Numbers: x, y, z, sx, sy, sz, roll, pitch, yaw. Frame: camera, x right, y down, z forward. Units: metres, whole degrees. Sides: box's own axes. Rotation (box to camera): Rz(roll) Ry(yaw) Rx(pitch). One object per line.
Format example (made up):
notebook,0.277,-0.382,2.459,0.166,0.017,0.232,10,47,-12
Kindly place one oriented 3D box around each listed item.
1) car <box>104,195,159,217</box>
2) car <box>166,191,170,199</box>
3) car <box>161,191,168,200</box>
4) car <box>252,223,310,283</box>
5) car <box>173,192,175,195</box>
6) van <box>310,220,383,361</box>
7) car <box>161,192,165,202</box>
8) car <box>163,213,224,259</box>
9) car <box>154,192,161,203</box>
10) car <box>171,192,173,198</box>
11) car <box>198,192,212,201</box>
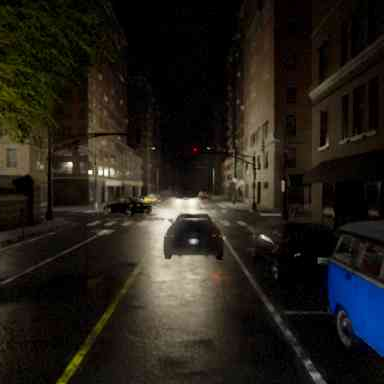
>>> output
car,-5.418,1.231,27.813,4.902,1.511,2.128,1,0,43
car,-5.822,0.963,63.507,1.887,1.381,4.507,0,0,0
car,-5.808,1.010,58.057,1.887,1.381,4.507,0,1,0
car,2.834,1.482,9.189,1.947,1.339,4.313,0,1,0
car,-5.862,0.595,79.857,2.192,1.841,5.009,0,0,0
van,2.847,1.308,3.527,1.690,1.788,3.998,0,1,0
car,-5.795,1.064,52.606,2.008,1.369,4.403,0,1,0
car,0.051,1.454,12.157,1.994,1.385,4.181,0,1,0
car,-5.782,1.089,46.985,1.752,1.417,4.829,0,1,0
car,-5.848,0.876,74.408,2.008,1.369,4.403,0,0,0
car,2.703,0.856,63.563,1.967,1.590,4.097,0,0,0
